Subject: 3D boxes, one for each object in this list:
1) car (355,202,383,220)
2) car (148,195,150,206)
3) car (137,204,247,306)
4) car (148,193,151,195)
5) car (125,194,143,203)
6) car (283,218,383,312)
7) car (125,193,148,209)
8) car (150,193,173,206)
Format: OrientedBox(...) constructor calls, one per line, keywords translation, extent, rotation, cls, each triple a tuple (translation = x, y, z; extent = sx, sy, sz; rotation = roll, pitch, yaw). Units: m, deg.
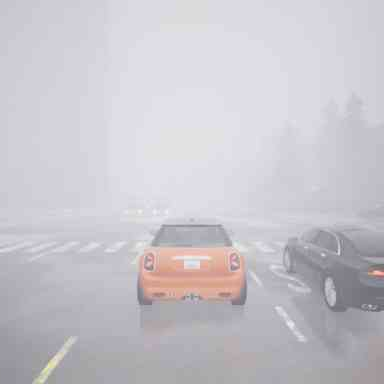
OrientedBox(translation=(16.231, 1.575, 27.879), extent=(4.674, 1.442, 1.812), rotation=(0, 0, 0), cls="car")
OrientedBox(translation=(-7.720, 1.551, 53.701), extent=(1.994, 1.385, 4.181), rotation=(0, 0, -4), cls="car")
OrientedBox(translation=(-0.006, 1.350, 8.197), extent=(2.097, 1.767, 4.553), rotation=(0, 0, 0), cls="car")
OrientedBox(translation=(-8.635, 1.210, 69.918), extent=(2.150, 2.045, 5.566), rotation=(0, 0, -33), cls="car")
OrientedBox(translation=(-11.967, 1.337, 68.604), extent=(2.097, 1.767, 4.553), rotation=(0, 0, -33), cls="car")
OrientedBox(translation=(3.525, 1.503, 7.677), extent=(1.837, 1.490, 4.892), rotation=(0, 0, 0), cls="car")
OrientedBox(translation=(-7.437, 1.342, 43.880), extent=(2.097, 1.767, 4.553), rotation=(0, 0, -1), cls="car")
OrientedBox(translation=(-3.935, 1.342, 43.774), extent=(2.097, 1.767, 4.553), rotation=(0, 0, -1), cls="car")
